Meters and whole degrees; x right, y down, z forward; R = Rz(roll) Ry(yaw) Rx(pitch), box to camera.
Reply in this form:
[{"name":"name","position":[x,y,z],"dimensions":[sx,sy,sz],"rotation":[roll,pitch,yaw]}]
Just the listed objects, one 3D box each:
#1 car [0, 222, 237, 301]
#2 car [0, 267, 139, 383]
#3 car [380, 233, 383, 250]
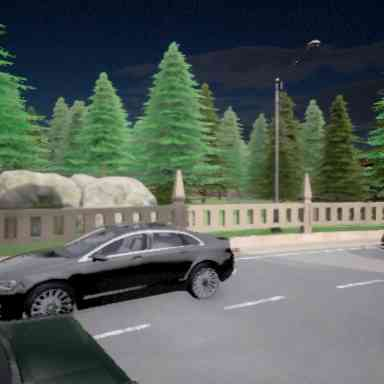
[{"name":"car","position":[-1.382,1.413,6.751],"dimensions":[4.902,1.511,2.128],"rotation":[0,1,-30]},{"name":"car","position":[-2.747,1.572,1.750],"dimensions":[4.718,1.301,1.895],"rotation":[0,1,-35]},{"name":"car","position":[8.721,1.402,11.153],"dimensions":[4.892,1.490,1.837],"rotation":[0,1,-16]}]
